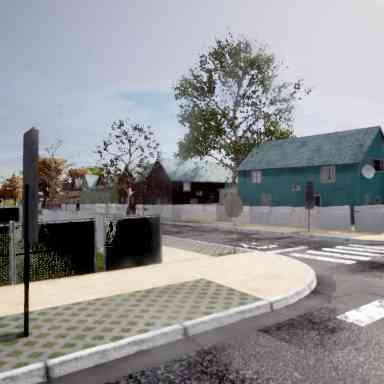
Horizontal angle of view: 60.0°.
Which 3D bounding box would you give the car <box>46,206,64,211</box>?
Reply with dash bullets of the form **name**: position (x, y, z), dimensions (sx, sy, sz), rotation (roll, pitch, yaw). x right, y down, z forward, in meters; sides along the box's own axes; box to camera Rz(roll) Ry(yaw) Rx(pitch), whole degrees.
- **car**: position (-19.334, 2.721, 46.640), dimensions (1.994, 1.385, 4.181), rotation (1, -2, -35)
